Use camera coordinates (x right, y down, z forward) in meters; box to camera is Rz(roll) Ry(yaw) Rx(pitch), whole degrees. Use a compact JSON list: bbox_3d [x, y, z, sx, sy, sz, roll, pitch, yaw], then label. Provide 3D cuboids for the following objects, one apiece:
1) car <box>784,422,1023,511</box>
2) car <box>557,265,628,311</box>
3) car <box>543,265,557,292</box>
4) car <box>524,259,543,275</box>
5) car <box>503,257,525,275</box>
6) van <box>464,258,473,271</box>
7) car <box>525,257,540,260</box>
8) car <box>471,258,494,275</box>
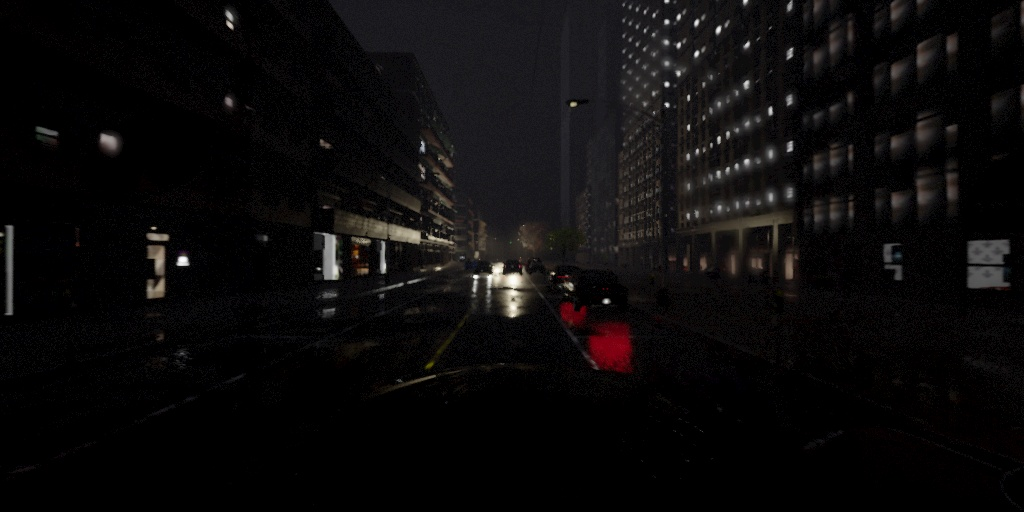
[{"bbox_3d":[2.692,1.189,0.629,1.967,1.591,4.097,0,0,0],"label":"car"},{"bbox_3d":[3.144,1.263,14.368,1.837,1.490,4.892,0,0,0],"label":"car"},{"bbox_3d":[3.142,1.271,21.368,1.837,1.490,4.892,0,0,0],"label":"car"},{"bbox_3d":[2.685,1.338,39.289,2.007,1.370,4.403,0,0,0],"label":"car"},{"bbox_3d":[0.066,1.144,40.224,2.097,1.767,4.553,0,0,0],"label":"car"},{"bbox_3d":[-5.699,1.144,50.333,1.690,1.789,3.998,0,0,0],"label":"van"},{"bbox_3d":[2.683,1.109,44.813,2.192,1.841,5.009,0,0,0],"label":"car"},{"bbox_3d":[-3.097,1.293,39.586,1.837,1.490,4.892,0,0,0],"label":"car"}]
